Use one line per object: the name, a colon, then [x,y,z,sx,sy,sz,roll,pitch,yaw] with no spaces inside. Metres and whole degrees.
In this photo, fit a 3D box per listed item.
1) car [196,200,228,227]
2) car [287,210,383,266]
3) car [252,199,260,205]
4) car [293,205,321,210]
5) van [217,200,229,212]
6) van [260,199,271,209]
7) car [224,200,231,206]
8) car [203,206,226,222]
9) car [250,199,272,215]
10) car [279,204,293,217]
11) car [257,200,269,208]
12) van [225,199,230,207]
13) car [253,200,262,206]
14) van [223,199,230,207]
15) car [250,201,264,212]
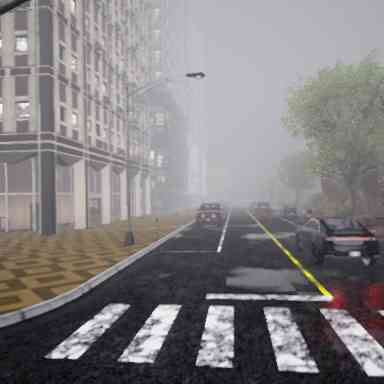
car: [1.533,1.803,27.425,2.192,1.841,5.009,-2,-1,7]
car: [5.053,1.639,12.107,2.128,1.511,4.902,-1,-1,7]
car: [17.853,2.835,92.532,1.967,1.590,4.097,-2,-1,7]
car: [9.563,1.914,26.562,1.802,1.307,4.206,-2,-1,7]
van: [5.126,2.270,54.925,1.690,1.788,3.998,-2,-1,7]
van: [14.356,2.295,65.052,1.690,1.788,3.998,-2,-1,7]
car: [10.030,3.092,93.441,1.887,1.381,4.507,-2,-1,7]
car: [2.286,2.142,32.916,1.947,1.339,4.313,-2,-1,7]
car: [8.983,1.989,42.619,2.097,1.767,4.553,-1,-1,8]
car: [10.869,2.062,37.567,2.008,1.369,4.403,-2,-1,7]
car: [15.058,2.482,70.546,1.967,1.590,4.097,-2,-1,7]
van: [3.727,2.093,43.919,1.690,1.788,3.998,-2,-1,7]
car: [17.158,2.872,87.033,1.947,1.339,4.313,-2,-1,7]
van: [8.625,2.713,82.439,1.690,1.788,3.998,-2,-1,7]
car: [10.228,2.279,52.809,1.882,1.535,5.008,-1,-1,7]
